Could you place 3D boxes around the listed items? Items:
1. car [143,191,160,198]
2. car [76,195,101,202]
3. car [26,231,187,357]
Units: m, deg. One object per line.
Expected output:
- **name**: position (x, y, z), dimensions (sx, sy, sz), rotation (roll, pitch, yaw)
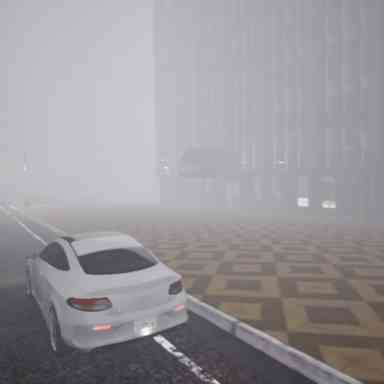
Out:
- **car**: position (-9.277, 0.519, 77.197), dimensions (4.097, 1.590, 1.967), rotation (-2, 1, -33)
- **car**: position (-18.863, 1.161, 60.859), dimensions (4.403, 1.369, 2.008), rotation (-2, 1, -33)
- **car**: position (-1.803, 1.447, 6.020), dimensions (1.812, 1.442, 4.674), rotation (-2, 1, -32)
